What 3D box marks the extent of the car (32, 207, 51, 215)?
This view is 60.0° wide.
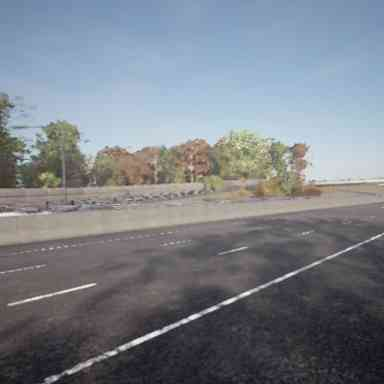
[{"bbox_3d":[-10.625,2.043,28.551,1.837,1.490,4.892,-2,-1,41],"label":"car"}]

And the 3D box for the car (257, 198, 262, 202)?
[{"bbox_3d":[10.252,1.839,57.562,2.097,1.767,4.553,-2,-1,42],"label":"car"}]

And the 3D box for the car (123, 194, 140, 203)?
[{"bbox_3d":[-11.891,1.308,66.225,2.097,1.767,4.553,-2,1,21],"label":"car"}]

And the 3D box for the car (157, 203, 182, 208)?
[{"bbox_3d":[-2.634,2.159,42.948,1.895,1.301,4.718,-2,-1,41],"label":"car"}]

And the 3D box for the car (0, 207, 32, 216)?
[{"bbox_3d":[-14.726,2.053,29.049,1.895,1.301,4.718,6,4,41],"label":"car"}]

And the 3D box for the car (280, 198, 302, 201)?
[{"bbox_3d":[16.846,1.787,54.470,1.882,1.535,5.008,-2,-1,42],"label":"car"}]

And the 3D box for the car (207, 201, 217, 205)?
[{"bbox_3d":[3.336,1.946,44.429,2.128,1.511,4.902,-2,-1,42],"label":"car"}]

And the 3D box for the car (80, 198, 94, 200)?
[{"bbox_3d":[-16.787,1.767,52.328,2.128,1.511,4.902,-2,0,19],"label":"car"}]

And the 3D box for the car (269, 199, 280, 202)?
[{"bbox_3d":[14.502,1.885,57.092,2.128,1.511,4.902,-2,-1,42],"label":"car"}]

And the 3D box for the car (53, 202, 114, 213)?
[{"bbox_3d":[-8.049,1.805,26.187,2.097,1.767,4.553,-2,-1,41],"label":"car"}]

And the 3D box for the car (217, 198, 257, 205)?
[{"bbox_3d":[5.672,1.720,41.795,2.097,1.767,4.553,-2,-1,42],"label":"car"}]

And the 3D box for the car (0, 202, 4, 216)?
[{"bbox_3d":[-22.567,1.877,34.833,1.837,1.490,4.892,-2,0,21],"label":"car"}]
